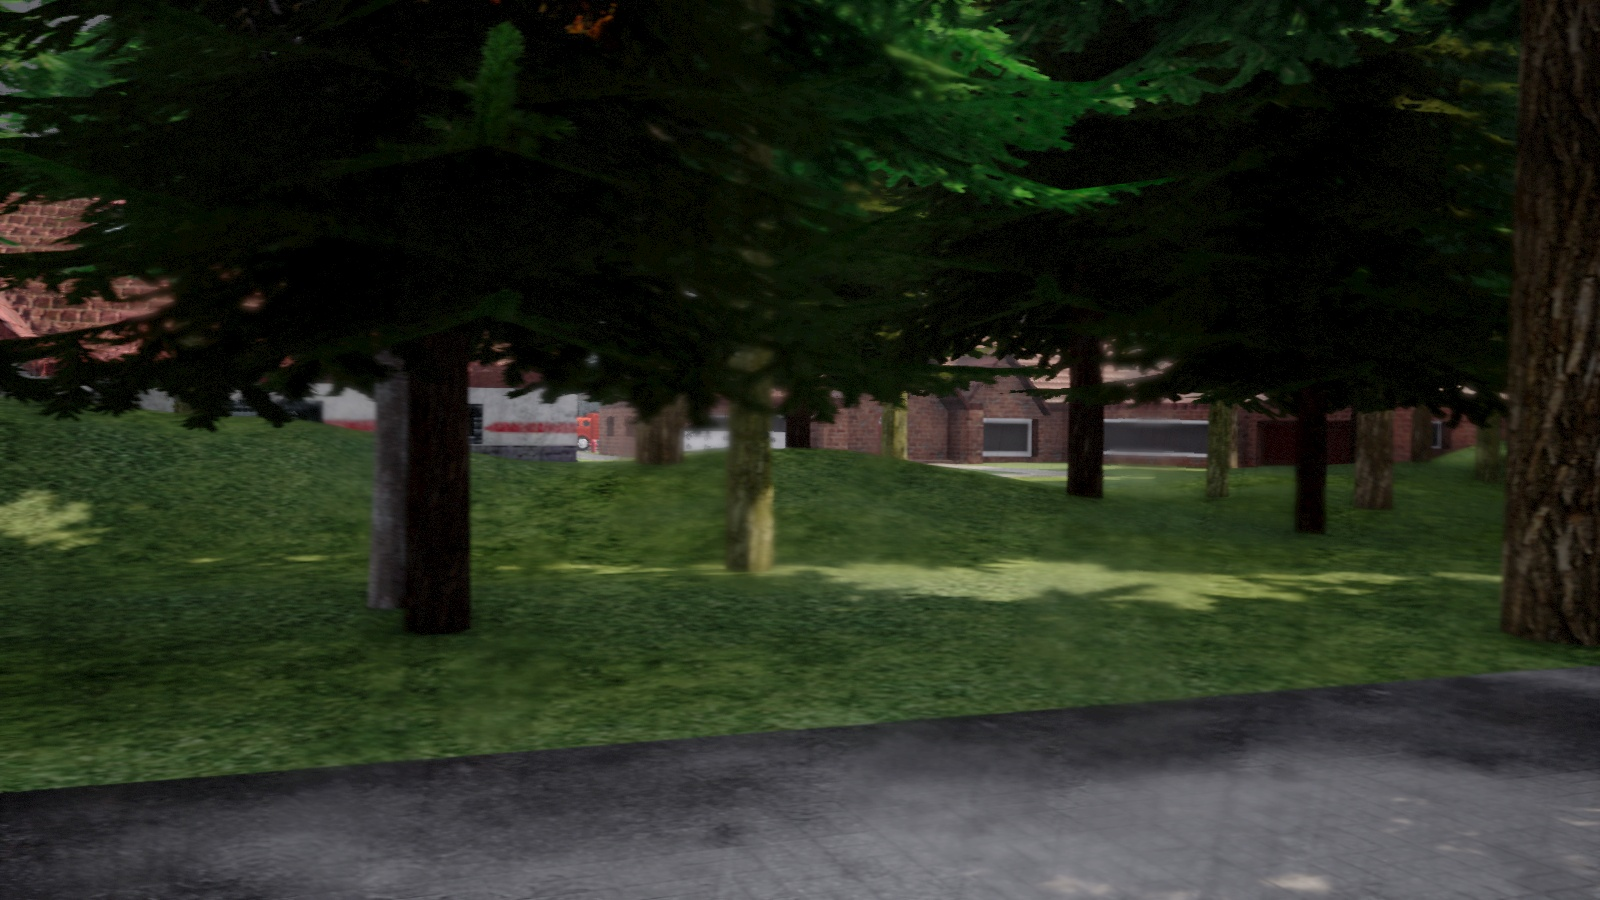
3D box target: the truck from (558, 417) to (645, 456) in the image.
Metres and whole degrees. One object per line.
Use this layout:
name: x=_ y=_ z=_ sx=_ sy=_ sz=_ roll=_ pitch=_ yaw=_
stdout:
truck: x=-13.021 y=-0.889 z=82.439 sx=5.204 sy=2.467 sz=2.627 roll=-1 pitch=1 yaw=-21
